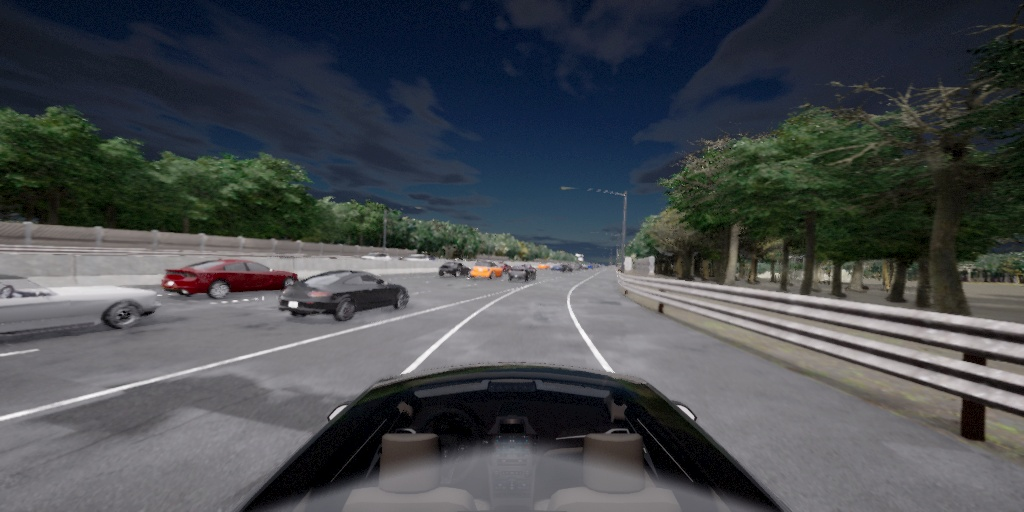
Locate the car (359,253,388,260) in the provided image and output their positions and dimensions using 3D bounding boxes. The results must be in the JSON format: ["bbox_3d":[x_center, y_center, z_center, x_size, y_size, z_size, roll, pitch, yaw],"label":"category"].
[{"bbox_3d":[-21.659,0.504,56.849,2.150,2.045,5.566,3,0,16],"label":"car"}]

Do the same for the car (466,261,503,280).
[{"bbox_3d":[-2.336,1.358,35.192,2.097,1.767,4.553,3,-1,16],"label":"car"}]

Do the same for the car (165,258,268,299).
[{"bbox_3d":[-11.611,0.878,15.288,1.882,1.535,5.008,3,-1,16],"label":"car"}]

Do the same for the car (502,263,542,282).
[{"bbox_3d":[1.035,1.649,34.280,2.128,1.511,4.902,3,-1,16],"label":"car"}]

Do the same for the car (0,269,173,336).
[{"bbox_3d":[-10.291,0.995,7.138,1.895,1.301,4.718,3,0,16],"label":"car"}]

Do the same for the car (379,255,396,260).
[{"bbox_3d":[-18.220,0.966,56.252,1.812,1.442,4.674,3,-1,16],"label":"car"}]

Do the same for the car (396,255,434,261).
[{"bbox_3d":[-14.856,0.810,55.253,2.150,2.045,5.566,3,-1,16],"label":"car"}]

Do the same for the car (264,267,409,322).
[{"bbox_3d":[-5.299,1.194,11.926,1.812,1.442,4.674,3,-1,16],"label":"car"}]

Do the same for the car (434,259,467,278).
[{"bbox_3d":[-5.695,1.363,36.190,1.837,1.490,4.892,3,-1,16],"label":"car"}]
